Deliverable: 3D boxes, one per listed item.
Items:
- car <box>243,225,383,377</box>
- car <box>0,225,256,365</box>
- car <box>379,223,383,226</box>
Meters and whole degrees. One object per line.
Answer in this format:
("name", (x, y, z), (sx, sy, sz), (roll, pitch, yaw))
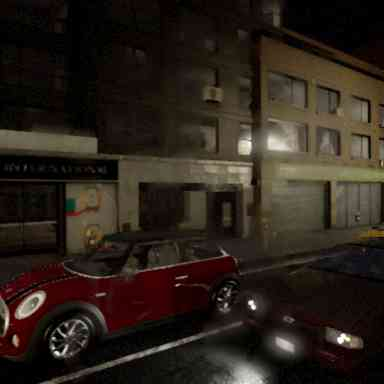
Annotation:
("car", (3.343, 1.546, 5.759), (5.357, 1.411, 2.033), (0, 0, -35))
("car", (-1.104, 1.439, 5.756), (4.097, 1.590, 1.967), (0, 0, -36))
("car", (7.702, 1.525, 12.049), (4.829, 1.417, 1.752), (0, 0, -36))
